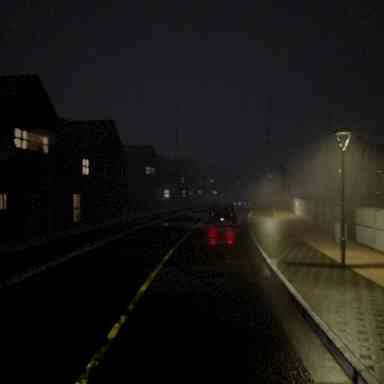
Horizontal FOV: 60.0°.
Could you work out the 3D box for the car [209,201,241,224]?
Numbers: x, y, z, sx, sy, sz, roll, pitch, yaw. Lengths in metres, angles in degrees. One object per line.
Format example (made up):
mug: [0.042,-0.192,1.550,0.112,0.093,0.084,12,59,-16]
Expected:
car: [2.442,1.582,25.019,1.895,1.301,4.718,0,0,10]

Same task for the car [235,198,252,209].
car: [6.454,1.424,42.295,2.033,1.411,5.357,0,0,16]
